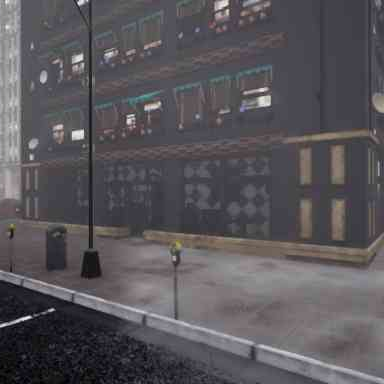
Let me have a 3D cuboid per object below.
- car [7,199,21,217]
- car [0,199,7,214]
[{"bbox_3d":[-11.432,1.282,25.742,1.947,1.339,4.313,1,1,35],"label":"car"},{"bbox_3d":[-16.195,1.307,29.054,1.994,1.385,4.181,0,1,35],"label":"car"}]
